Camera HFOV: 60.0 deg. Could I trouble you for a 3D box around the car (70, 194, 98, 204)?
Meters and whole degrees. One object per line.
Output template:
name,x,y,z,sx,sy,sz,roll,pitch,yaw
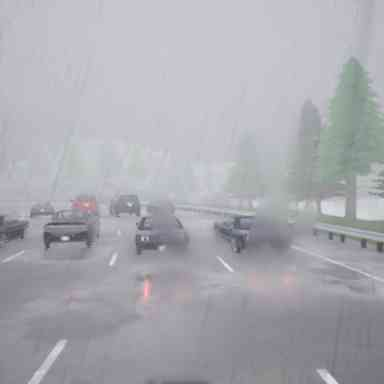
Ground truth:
car,-9.927,1.236,30.667,2.150,2.045,5.566,0,0,-22

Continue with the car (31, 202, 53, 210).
car,-14.145,1.594,31.438,1.994,1.385,4.181,0,0,-24

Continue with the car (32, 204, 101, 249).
car,-5.161,1.500,14.710,2.128,1.511,4.902,0,0,-11

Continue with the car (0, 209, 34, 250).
car,-8.591,1.623,14.325,1.895,1.301,4.718,0,0,-11

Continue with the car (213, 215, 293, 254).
car,2.198,1.582,13.426,1.895,1.301,4.718,0,0,-9

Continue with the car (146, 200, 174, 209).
car,-3.143,1.479,32.361,2.128,1.511,4.902,0,0,-21

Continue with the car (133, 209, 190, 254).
car,-1.332,1.596,13.444,1.895,1.301,4.718,0,0,-9

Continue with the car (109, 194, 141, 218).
car,-6.311,1.222,31.045,2.150,2.045,5.566,0,0,-21
